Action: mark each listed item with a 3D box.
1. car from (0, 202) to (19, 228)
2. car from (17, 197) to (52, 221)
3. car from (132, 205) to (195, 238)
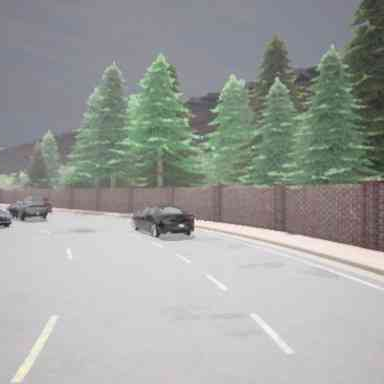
[{"bbox_3d":[-13.088,1.478,21.116,2.033,1.411,5.357,0,0,-44],"label":"car"},{"bbox_3d":[-12.960,1.402,25.984,4.902,1.511,2.128,0,0,45],"label":"car"},{"bbox_3d":[-1.673,1.418,17.641,1.882,1.535,5.008,0,0,-28],"label":"car"}]
